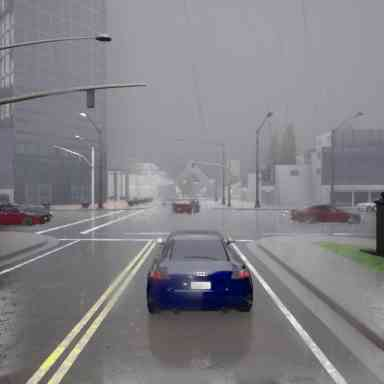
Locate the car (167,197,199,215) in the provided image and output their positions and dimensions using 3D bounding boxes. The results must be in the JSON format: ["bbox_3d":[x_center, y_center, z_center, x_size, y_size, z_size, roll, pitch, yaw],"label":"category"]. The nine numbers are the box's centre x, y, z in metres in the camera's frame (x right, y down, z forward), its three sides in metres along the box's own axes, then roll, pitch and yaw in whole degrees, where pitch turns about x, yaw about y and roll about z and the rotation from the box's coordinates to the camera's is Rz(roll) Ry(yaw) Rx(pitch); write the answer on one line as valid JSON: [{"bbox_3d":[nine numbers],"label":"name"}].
[{"bbox_3d":[-0.592,1.494,33.756,1.882,1.535,5.008,1,0,14],"label":"car"}]

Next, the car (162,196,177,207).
[{"bbox_3d":[-3.566,1.491,51.162,2.128,1.511,4.902,0,0,0],"label":"car"}]

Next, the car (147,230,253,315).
[{"bbox_3d":[0.091,1.564,7.685,1.994,1.385,4.181,0,0,-2],"label":"car"}]

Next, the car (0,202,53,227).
[{"bbox_3d":[-11.936,1.627,22.613,4.181,1.385,1.994,0,0,0],"label":"car"}]

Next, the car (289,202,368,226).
[{"bbox_3d":[9.046,1.522,22.785,4.674,1.442,1.812,0,0,0],"label":"car"}]

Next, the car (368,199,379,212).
[{"bbox_3d":[20.520,1.515,33.571,4.181,1.385,1.994,0,0,0],"label":"car"}]

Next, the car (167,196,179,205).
[{"bbox_3d":[-3.516,1.505,61.561,1.837,1.490,4.892,0,0,1],"label":"car"}]

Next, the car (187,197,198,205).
[{"bbox_3d":[0.122,1.564,59.874,1.994,1.385,4.181,0,0,0],"label":"car"}]
